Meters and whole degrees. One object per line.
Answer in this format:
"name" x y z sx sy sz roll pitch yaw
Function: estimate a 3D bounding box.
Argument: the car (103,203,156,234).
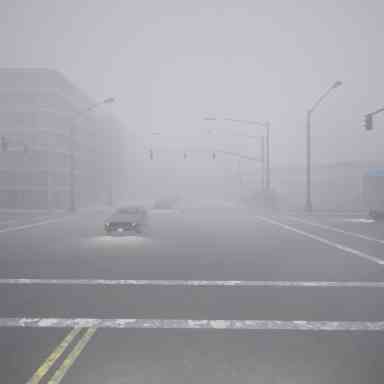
"car" -3.581 1.514 19.284 2.033 1.411 5.357 0 0 0

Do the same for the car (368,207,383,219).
"car" 16.420 1.564 26.479 4.181 1.385 1.994 0 0 0

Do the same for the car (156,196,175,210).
"car" -3.572 1.562 41.731 1.994 1.385 4.181 0 0 0

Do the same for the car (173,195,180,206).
"car" -3.549 1.478 56.202 1.882 1.535 5.008 0 0 0
